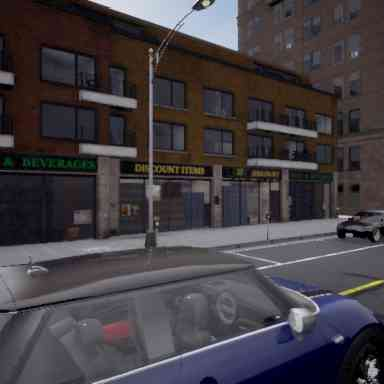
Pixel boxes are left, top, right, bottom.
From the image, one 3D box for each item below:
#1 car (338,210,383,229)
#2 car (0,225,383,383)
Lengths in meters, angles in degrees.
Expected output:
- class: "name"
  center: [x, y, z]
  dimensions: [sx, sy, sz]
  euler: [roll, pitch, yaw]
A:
- class: "car"
  center: [8.836, 1.567, 16.200]
  dimensions: [4.313, 1.339, 1.947]
  euler: [0, 0, -35]
- class: "car"
  center: [-0.027, 1.351, 3.260]
  dimensions: [4.553, 1.767, 2.097]
  euler: [0, 0, -36]
